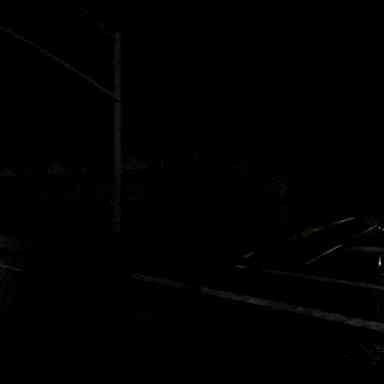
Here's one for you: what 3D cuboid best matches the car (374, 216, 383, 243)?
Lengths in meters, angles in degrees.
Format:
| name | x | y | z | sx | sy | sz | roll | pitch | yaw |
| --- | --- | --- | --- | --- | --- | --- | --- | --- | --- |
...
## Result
| name | x | y | z | sx | sy | sz | roll | pitch | yaw |
| --- | --- | --- | --- | --- | --- | --- | --- | --- | --- |
| car | 9.680 | 1.466 | 15.217 | 1.837 | 1.490 | 4.892 | 0 | 0 | 35 |
